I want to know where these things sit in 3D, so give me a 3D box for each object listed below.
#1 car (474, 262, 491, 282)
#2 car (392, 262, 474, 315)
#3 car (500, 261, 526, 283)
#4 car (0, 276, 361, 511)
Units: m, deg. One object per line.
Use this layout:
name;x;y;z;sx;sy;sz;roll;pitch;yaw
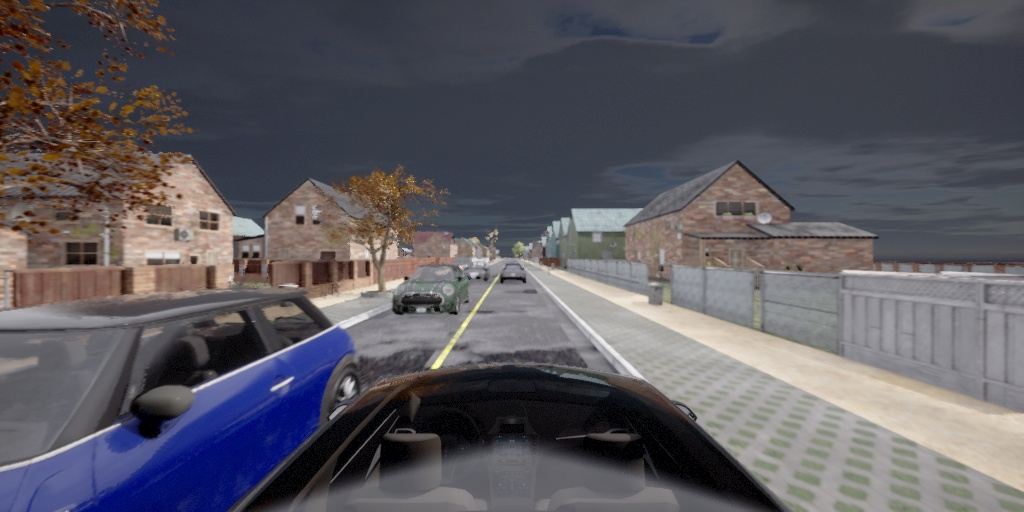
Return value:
car;-2.732;1.215;28.443;2.128;1.511;4.902;0;0;1
car;-2.823;1.088;13.399;2.097;1.767;4.553;0;0;0
car;0.102;1.289;27.677;1.994;1.385;4.181;0;0;1
car;-2.854;1.099;2.366;2.097;1.767;4.553;0;0;0
